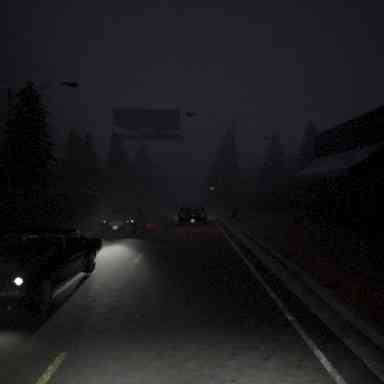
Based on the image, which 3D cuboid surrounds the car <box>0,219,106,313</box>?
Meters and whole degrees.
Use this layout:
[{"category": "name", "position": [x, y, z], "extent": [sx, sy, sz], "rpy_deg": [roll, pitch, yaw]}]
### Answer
[{"category": "car", "position": [-3.612, 1.560, 7.686], "extent": [1.895, 1.301, 4.718], "rpy_deg": [0, 0, 0]}]

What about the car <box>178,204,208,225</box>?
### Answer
[{"category": "car", "position": [0.044, 1.478, 22.867], "extent": [1.895, 1.301, 4.718], "rpy_deg": [0, 0, 0]}]

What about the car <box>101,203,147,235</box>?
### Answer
[{"category": "car", "position": [-3.606, 1.395, 18.120], "extent": [2.128, 1.511, 4.902], "rpy_deg": [0, 0, 0]}]
